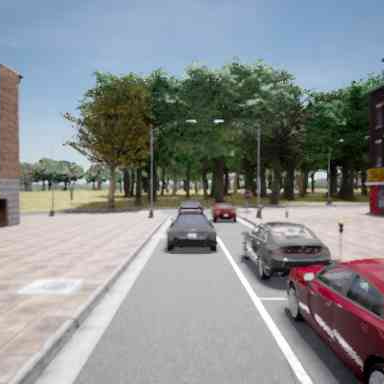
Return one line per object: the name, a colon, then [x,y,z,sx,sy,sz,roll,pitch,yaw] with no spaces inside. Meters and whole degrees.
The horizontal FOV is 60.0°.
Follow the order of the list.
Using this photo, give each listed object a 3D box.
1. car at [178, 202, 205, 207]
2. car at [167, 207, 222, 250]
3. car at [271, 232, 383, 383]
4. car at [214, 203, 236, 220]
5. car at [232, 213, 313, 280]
car: [-0.062,1.473,25.637,2.128,1.511,4.902,0,0,1]
car: [-0.012,1.551,14.187,1.994,1.385,4.181,0,0,0]
car: [2.596,1.540,4.374,1.887,1.381,4.507,-1,0,0]
car: [2.417,1.526,25.999,1.887,1.381,4.507,-1,0,0]
car: [2.551,1.541,9.780,2.008,1.369,4.403,-1,0,0]
